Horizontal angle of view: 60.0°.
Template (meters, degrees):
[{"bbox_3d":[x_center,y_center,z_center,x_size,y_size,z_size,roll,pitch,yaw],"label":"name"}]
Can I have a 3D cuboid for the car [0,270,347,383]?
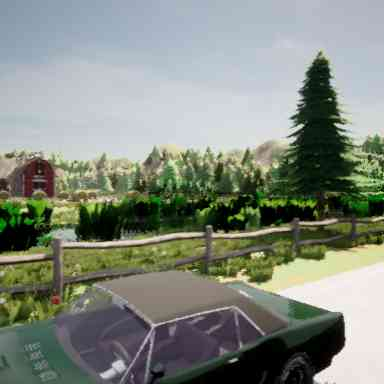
[{"bbox_3d":[-0.590,1.608,3.246,4.718,1.301,1.895,0,0,-36],"label":"car"}]
